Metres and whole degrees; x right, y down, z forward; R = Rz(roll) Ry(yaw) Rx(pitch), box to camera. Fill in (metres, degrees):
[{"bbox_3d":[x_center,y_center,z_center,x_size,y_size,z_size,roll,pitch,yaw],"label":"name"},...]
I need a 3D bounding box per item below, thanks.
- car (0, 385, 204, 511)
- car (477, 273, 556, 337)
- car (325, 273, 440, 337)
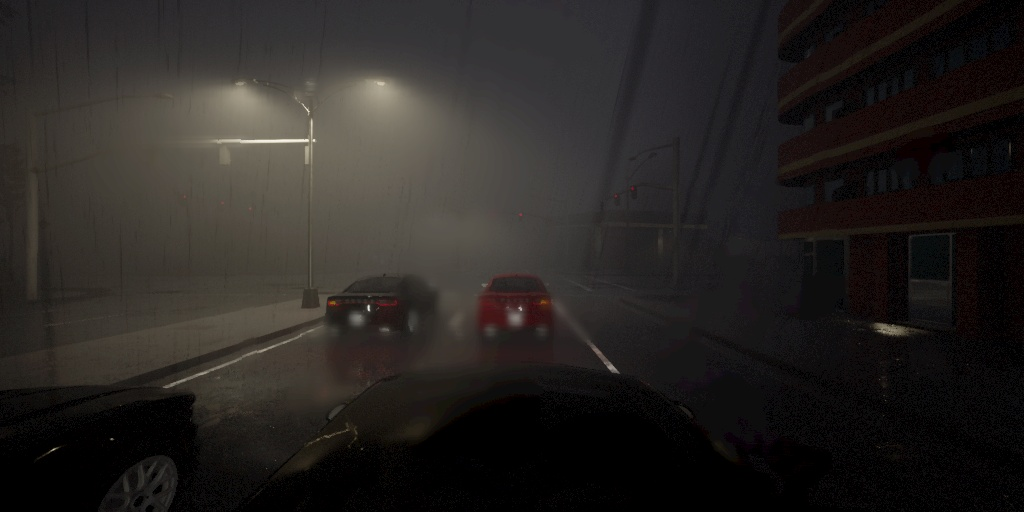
[{"bbox_3d":[-3.409,1.228,0.793,1.882,1.535,5.008,0,0,0],"label":"car"},{"bbox_3d":[0.120,1.228,10.377,1.882,1.535,5.008,0,0,1],"label":"car"},{"bbox_3d":[-3.385,1.228,10.367,1.882,1.535,5.008,0,0,0],"label":"car"}]
